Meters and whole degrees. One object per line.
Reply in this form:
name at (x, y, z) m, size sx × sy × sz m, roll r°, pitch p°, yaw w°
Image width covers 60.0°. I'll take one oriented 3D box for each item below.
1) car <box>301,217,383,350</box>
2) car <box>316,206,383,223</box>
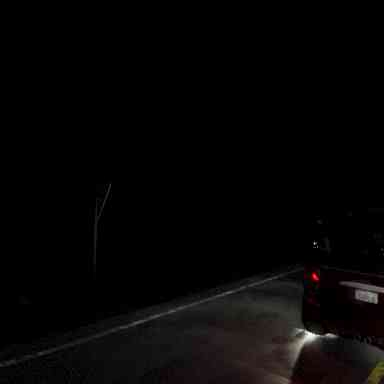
car at (3.899, 1.513, 6.026) m, size 4.553 × 1.767 × 2.097 m, roll 3°, pitch -2°, yaw -44°
car at (5.443, 1.497, 10.680) m, size 2.150 × 2.045 × 5.566 m, roll 0°, pitch -2°, yaw 36°
